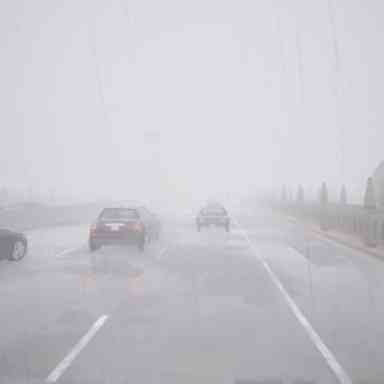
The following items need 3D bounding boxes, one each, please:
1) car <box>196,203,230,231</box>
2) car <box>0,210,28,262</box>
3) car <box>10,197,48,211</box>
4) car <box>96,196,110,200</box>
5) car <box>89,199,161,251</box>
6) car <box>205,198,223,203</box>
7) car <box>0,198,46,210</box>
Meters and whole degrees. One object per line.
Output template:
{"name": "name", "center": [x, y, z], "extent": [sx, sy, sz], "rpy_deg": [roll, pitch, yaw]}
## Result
{"name": "car", "center": [1.299, 1.566, 20.453], "extent": [1.895, 1.301, 4.718], "rpy_deg": [0, 0, 4]}
{"name": "car", "center": [-6.441, 1.460, 9.072], "extent": [1.837, 1.490, 4.892], "rpy_deg": [0, 0, 3]}
{"name": "car", "center": [-18.674, 1.374, 38.391], "extent": [1.812, 1.442, 4.674], "rpy_deg": [0, 0, 4]}
{"name": "car", "center": [-14.117, 1.428, 52.819], "extent": [1.812, 1.442, 4.674], "rpy_deg": [0, -1, 4]}
{"name": "car", "center": [-2.625, 1.313, 14.034], "extent": [2.097, 1.767, 4.553], "rpy_deg": [0, 0, 4]}
{"name": "car", "center": [2.520, 1.461, 38.167], "extent": [1.812, 1.442, 4.674], "rpy_deg": [0, 0, 4]}
{"name": "car", "center": [-12.648, 1.378, 24.450], "extent": [1.882, 1.535, 5.008], "rpy_deg": [0, 0, 4]}
